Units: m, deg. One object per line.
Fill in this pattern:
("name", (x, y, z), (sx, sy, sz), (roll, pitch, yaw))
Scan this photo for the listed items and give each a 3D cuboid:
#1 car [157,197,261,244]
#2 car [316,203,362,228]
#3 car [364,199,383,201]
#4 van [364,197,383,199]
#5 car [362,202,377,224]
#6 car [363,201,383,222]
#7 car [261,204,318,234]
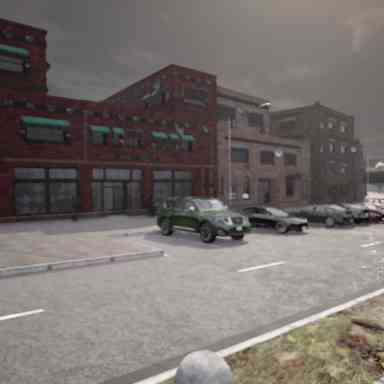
("car", (0.376, 1.259, 16.638), (2.435, 2.045, 5.566), (0, -1, -38))
("car", (8.914, 1.608, 23.657), (2.231, 1.521, 4.892), (1, -1, -40))
("car", (17.185, 1.696, 30.794), (1.946, 1.575, 5.366), (1, -1, -43))
("van", (18.971, 1.493, 32.887), (1.878, 1.987, 4.442), (0, -1, -43))
("car", (10.957, 1.663, 25.471), (2.163, 1.488, 4.792), (1, -1, -41))
("car", (13.041, 1.687, 27.233), (2.163, 1.488, 4.792), (1, -1, -41))
("car", (4.644, 1.580, 20.050), (2.163, 1.488, 4.792), (1, 0, -39))
